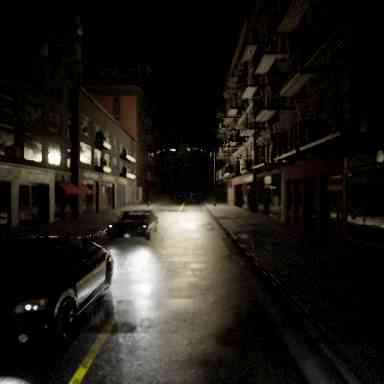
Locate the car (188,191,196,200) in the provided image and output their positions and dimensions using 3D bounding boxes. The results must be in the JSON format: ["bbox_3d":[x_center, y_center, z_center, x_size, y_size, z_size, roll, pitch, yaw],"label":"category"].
[{"bbox_3d":[-0.054,1.178,77.457,2.128,1.511,4.902,0,0,0],"label":"car"}]

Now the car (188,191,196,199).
[{"bbox_3d":[-0.061,0.706,87.903,2.150,2.045,5.566,0,0,0],"label":"car"}]

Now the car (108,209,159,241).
[{"bbox_3d":[-2.763,1.560,16.429,1.895,1.301,4.718,0,0,0],"label":"car"}]

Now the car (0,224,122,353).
[{"bbox_3d":[-2.840,1.551,6.233,1.994,1.385,4.181,0,0,1],"label":"car"}]
